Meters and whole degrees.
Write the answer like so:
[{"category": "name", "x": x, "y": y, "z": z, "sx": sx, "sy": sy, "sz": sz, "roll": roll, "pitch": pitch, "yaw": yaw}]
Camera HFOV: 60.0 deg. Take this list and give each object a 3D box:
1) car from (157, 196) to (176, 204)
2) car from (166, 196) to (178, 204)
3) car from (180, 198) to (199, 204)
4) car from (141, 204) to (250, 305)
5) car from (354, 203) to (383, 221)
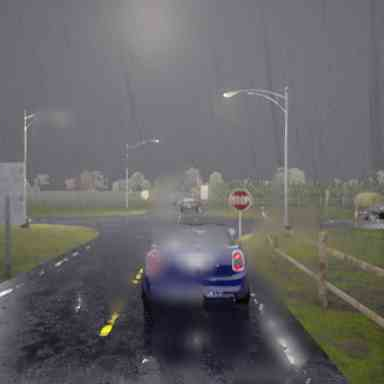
[{"category": "car", "x": -3.325, "y": 1.444, "z": 42.303, "sx": 1.837, "sy": 1.490, "sz": 4.892, "roll": 0, "pitch": 0, "yaw": -1}, {"category": "car", "x": -3.836, "y": 1.439, "z": 64.716, "sx": 2.033, "sy": 1.411, "sz": 5.357, "roll": 0, "pitch": 0, "yaw": -1}, {"category": "car", "x": -0.284, "y": 1.438, "z": 37.537, "sx": 2.128, "sy": 1.511, "sz": 4.902, "roll": 0, "pitch": 0, "yaw": -1}, {"category": "car", "x": 0.063, "y": 1.342, "z": 8.252, "sx": 2.097, "sy": 1.767, "sz": 4.553, "roll": 0, "pitch": 0, "yaw": 0}, {"category": "car", "x": 14.632, "y": 1.463, "z": 24.436, "sx": 4.902, "sy": 1.511, "sz": 2.128, "roll": 0, "pitch": 0, "yaw": 9}]
